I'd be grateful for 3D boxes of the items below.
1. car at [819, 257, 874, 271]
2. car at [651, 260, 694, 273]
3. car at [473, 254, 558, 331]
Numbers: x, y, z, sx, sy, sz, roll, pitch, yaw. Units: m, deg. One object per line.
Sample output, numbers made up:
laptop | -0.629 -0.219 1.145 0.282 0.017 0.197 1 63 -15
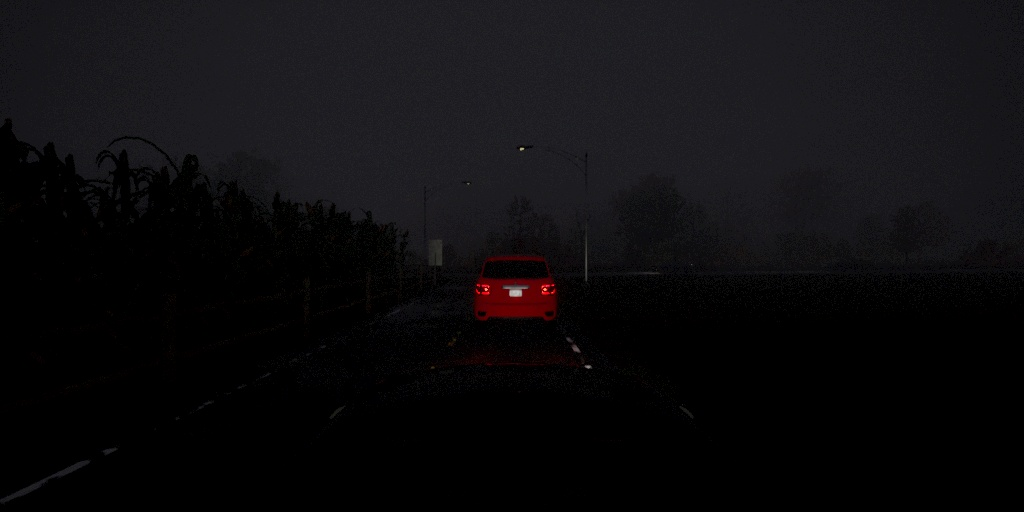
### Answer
car | 36.049 0.881 38.678 4.902 1.511 2.128 -1 0 1
car | 17.366 1.115 38.885 4.181 1.385 1.994 0 0 1
car | 0.086 0.962 11.080 2.150 2.045 5.566 0 0 0
